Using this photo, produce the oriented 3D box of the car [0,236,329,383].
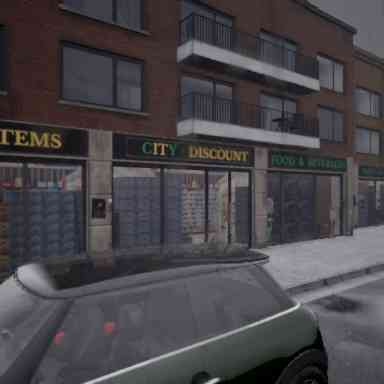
[{"bbox_3d":[-0.942,1.352,2.705,4.553,1.767,2.097,0,0,-36],"label":"car"}]
